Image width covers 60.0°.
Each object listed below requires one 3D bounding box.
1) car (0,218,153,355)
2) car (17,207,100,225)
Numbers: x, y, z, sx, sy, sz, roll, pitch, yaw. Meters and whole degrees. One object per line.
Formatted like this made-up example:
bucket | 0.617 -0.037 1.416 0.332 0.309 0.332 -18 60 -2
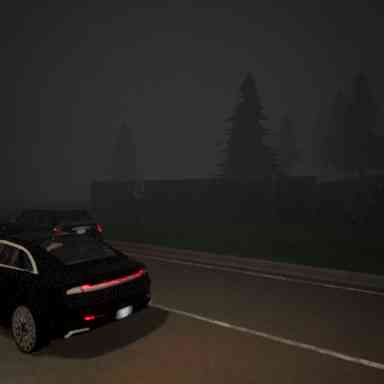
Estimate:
car | -2.926 1.480 6.106 4.902 1.511 2.128 0 0 35
car | -5.340 1.329 12.129 4.553 1.767 2.097 0 0 36
